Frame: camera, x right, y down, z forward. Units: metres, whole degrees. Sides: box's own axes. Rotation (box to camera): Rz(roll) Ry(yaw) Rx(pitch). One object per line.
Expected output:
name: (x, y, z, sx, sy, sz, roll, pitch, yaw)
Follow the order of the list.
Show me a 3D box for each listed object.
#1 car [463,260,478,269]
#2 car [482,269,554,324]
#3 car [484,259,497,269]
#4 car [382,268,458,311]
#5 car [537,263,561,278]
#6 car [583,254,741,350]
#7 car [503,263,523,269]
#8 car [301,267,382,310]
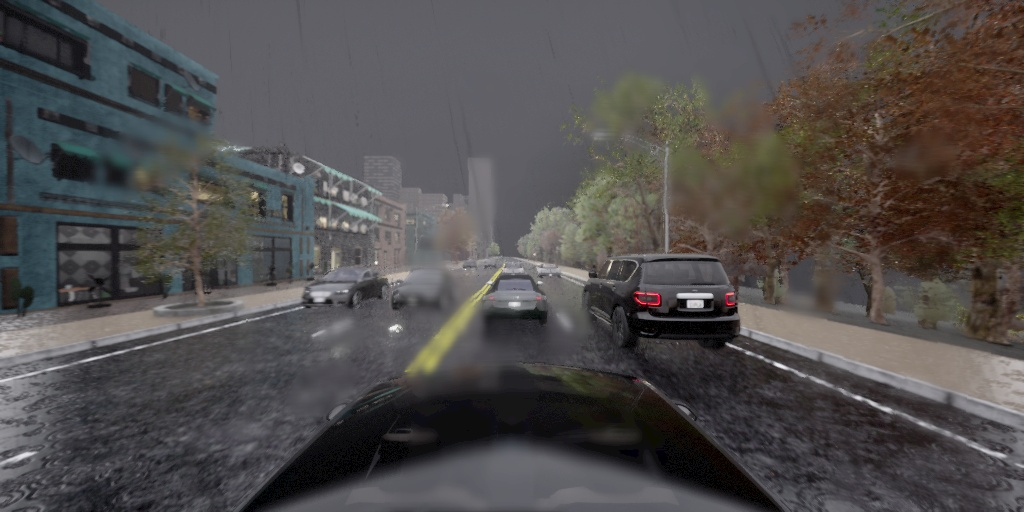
car: (-6.563, 1.299, 56.720, 1.994, 1.385, 4.181, 0, 0, 0)
car: (0.098, 1.312, 11.980, 1.994, 1.385, 4.181, 0, 0, 0)
car: (-3.316, 1.240, 56.510, 1.837, 1.490, 4.892, 0, 0, 0)
car: (-3.353, 1.252, 14.497, 1.837, 1.490, 4.892, 0, 0, 0)
car: (3.344, 1.344, 33.253, 1.895, 1.301, 4.718, 0, 0, 0)
car: (3.349, 0.970, 9.236, 2.150, 2.045, 5.566, 0, 0, 0)
car: (0.095, 1.343, 33.285, 1.895, 1.301, 4.718, 0, 0, 0)
car: (-6.602, 1.239, 14.754, 2.128, 1.511, 4.902, 0, 0, 0)
